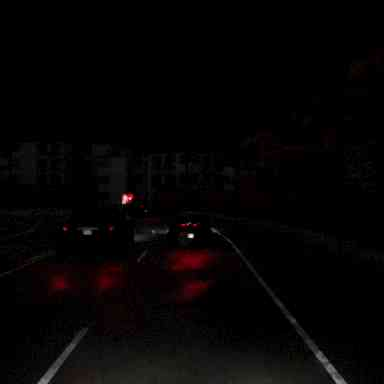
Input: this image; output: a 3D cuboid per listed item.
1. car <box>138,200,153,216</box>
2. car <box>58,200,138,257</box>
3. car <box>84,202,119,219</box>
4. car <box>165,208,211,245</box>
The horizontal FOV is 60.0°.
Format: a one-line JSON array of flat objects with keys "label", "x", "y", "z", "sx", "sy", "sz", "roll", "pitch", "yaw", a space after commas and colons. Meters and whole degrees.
[{"label": "car", "x": -5.431, "y": 1.515, "z": 32.340, "sx": 2.128, "sy": 1.511, "sz": 4.902, "roll": 0, "pitch": 0, "yaw": -30}, {"label": "car", "x": -3.554, "y": 1.361, "z": 13.127, "sx": 2.097, "sy": 1.767, "sz": 4.553, "roll": 0, "pitch": 0, "yaw": -2}, {"label": "car", "x": -8.472, "y": 1.623, "z": 30.823, "sx": 1.895, "sy": 1.301, "sz": 4.718, "roll": 0, "pitch": 0, "yaw": -31}, {"label": "car", "x": -0.198, "y": 1.516, "z": 15.772, "sx": 1.837, "sy": 1.490, "sz": 4.892, "roll": 0, "pitch": 0, "yaw": -4}]
